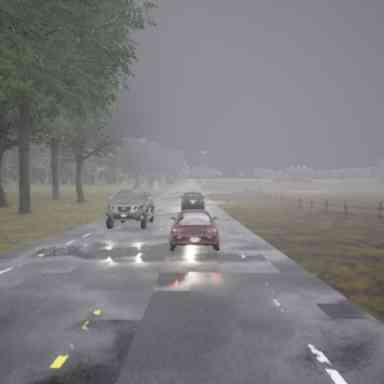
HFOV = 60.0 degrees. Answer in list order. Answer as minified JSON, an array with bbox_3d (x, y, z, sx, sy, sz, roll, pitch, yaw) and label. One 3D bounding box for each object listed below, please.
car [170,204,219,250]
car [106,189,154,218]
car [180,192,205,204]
[{"bbox_3d":[0.095,1.461,13.797,1.812,1.442,4.674,0,0,0],"label":"car"},{"bbox_3d":[-3.511,0.828,19.823,2.150,2.045,5.566,0,0,0],"label":"car"},{"bbox_3d":[0.083,0.972,31.484,2.150,2.045,5.566,0,1,0],"label":"car"}]
